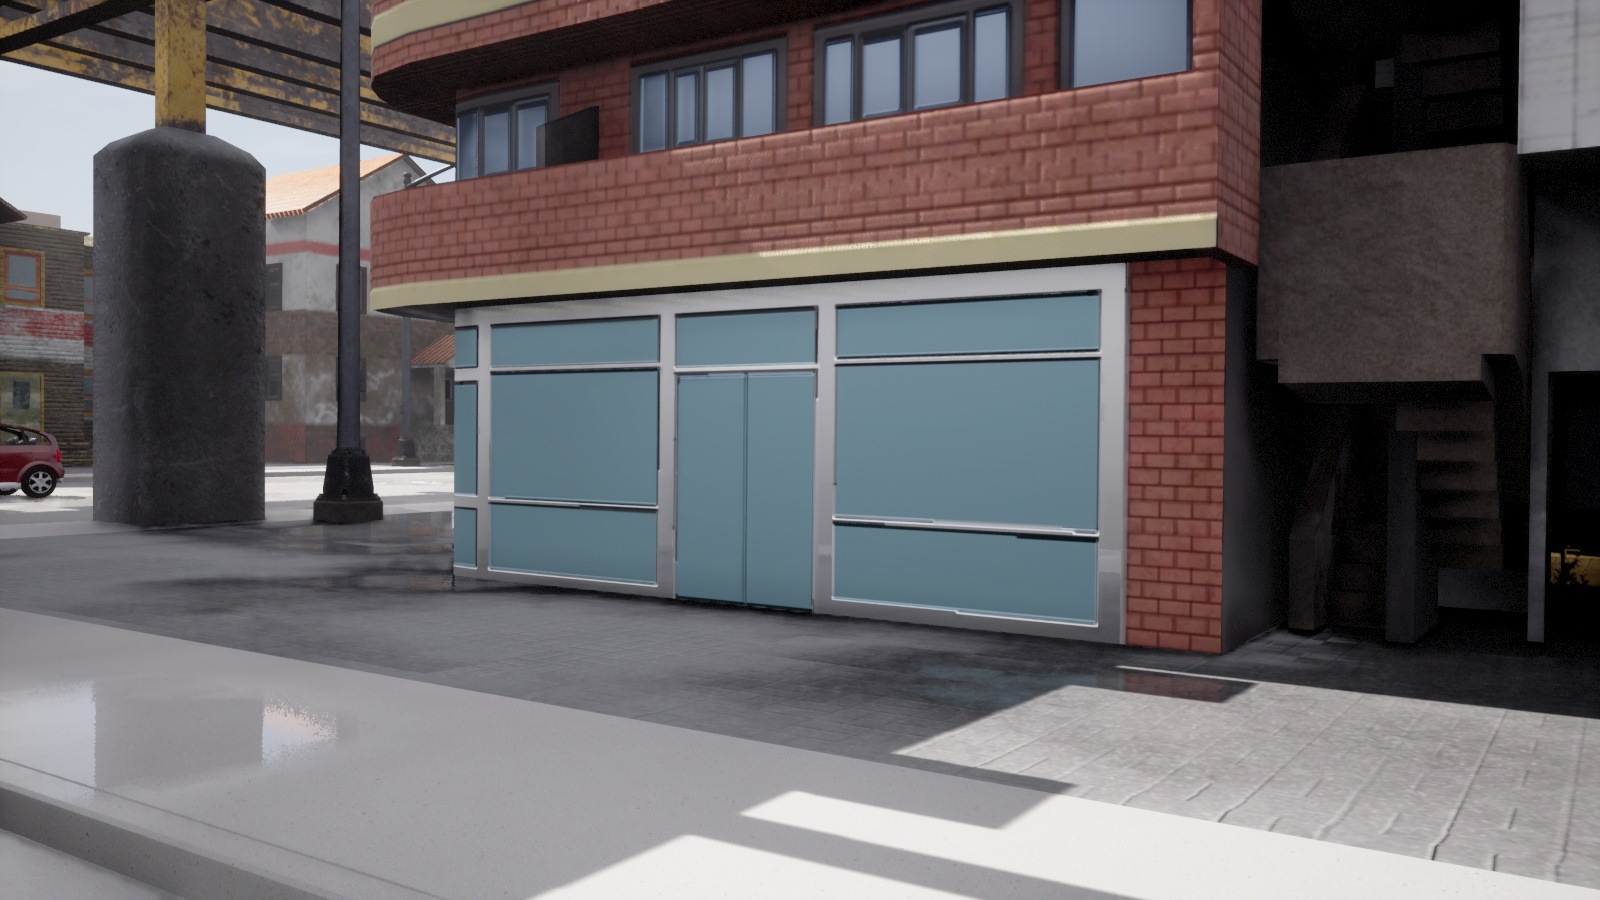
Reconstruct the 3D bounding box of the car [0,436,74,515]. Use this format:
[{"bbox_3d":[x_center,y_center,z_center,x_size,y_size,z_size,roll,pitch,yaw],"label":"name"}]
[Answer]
[{"bbox_3d":[-16.831,0.521,24.977,1.789,1.549,3.705,0,1,33],"label":"car"}]
